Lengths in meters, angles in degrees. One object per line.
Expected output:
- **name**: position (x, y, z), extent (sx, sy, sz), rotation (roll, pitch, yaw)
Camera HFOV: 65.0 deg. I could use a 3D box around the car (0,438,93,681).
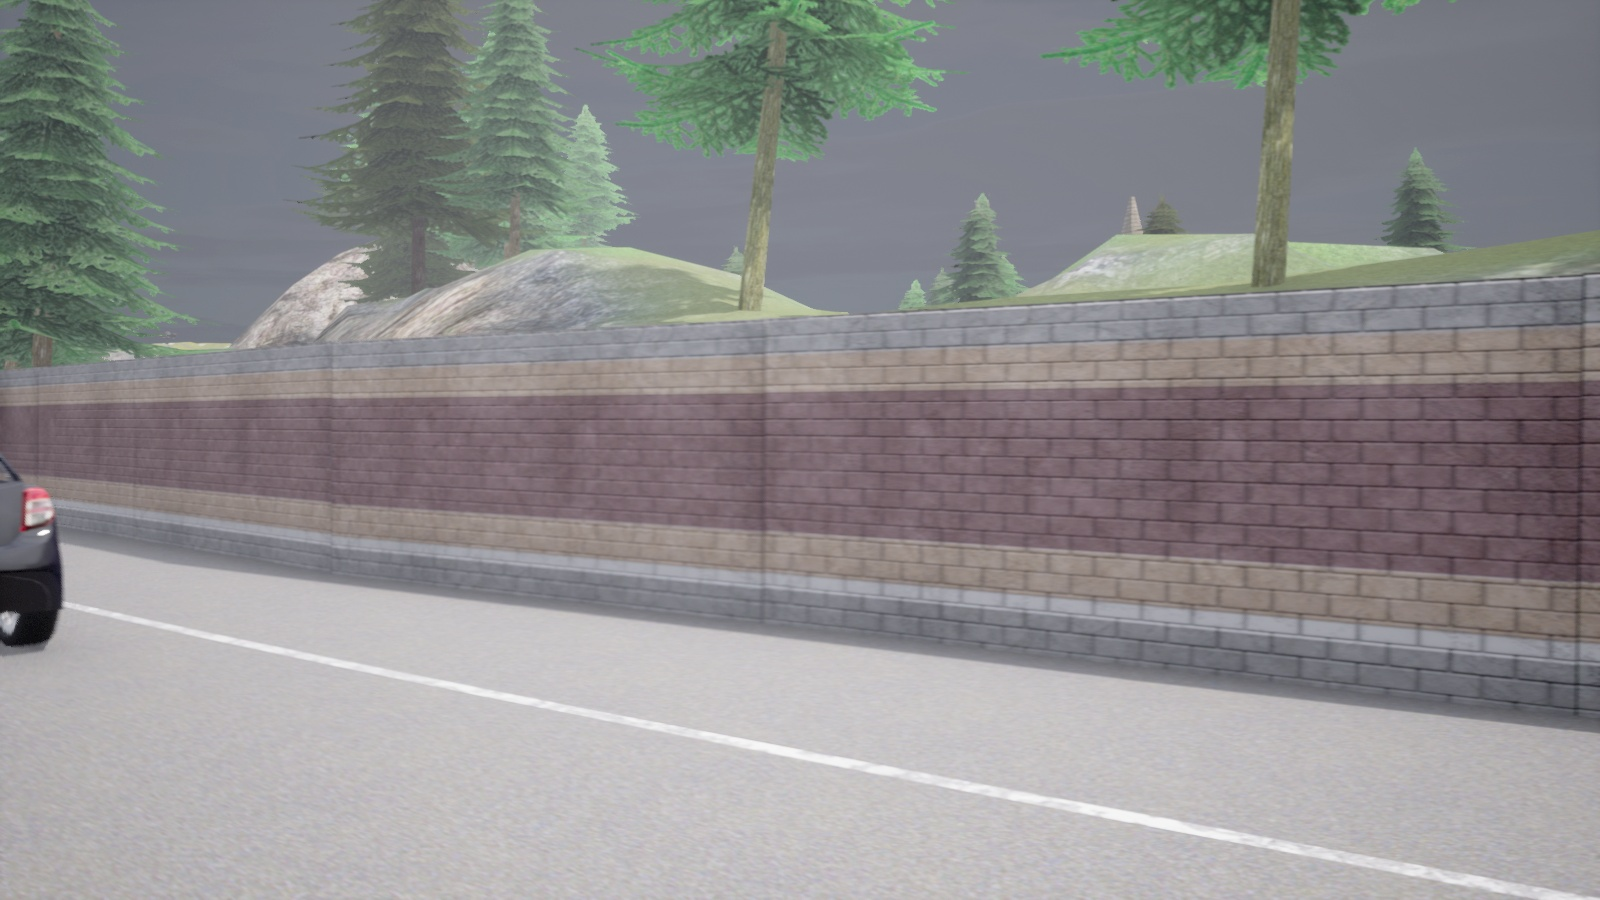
- **car**: position (-6.623, 0.688, 8.612), extent (3.633, 1.501, 1.845), rotation (0, 1, 39)
